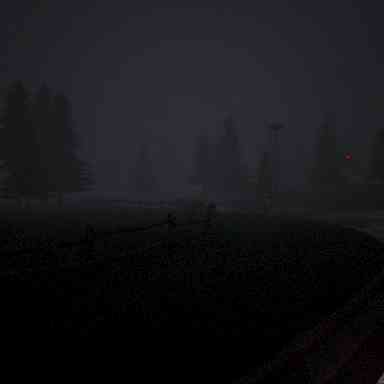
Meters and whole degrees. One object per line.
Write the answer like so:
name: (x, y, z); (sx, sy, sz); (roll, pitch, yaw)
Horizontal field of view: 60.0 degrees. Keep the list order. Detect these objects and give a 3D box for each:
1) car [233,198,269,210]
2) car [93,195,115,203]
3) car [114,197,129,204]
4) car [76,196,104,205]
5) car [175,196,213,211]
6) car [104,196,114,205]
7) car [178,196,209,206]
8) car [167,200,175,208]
car: (7.618, 1.492, 43.139); (4.902, 1.511, 2.128); (0, 0, 41)
car: (-18.672, 1.478, 70.390); (5.008, 1.535, 1.882); (0, 0, 41)
car: (-13.413, 1.564, 61.314); (4.181, 1.385, 1.994); (0, 0, 41)
car: (-17.290, 1.601, 55.413); (4.718, 1.301, 1.895); (0, 0, 41)
car: (0.521, 1.526, 40.020); (4.674, 1.442, 1.812); (0, 0, 41)
car: (-16.422, 1.564, 59.289); (4.181, 1.385, 1.994); (0, 0, 41)
car: (0.241, 1.477, 54.140); (5.008, 1.535, 1.882); (0, 0, 41)
car: (-1.384, 1.477, 46.292); (5.008, 1.535, 1.882); (0, 0, 41)
